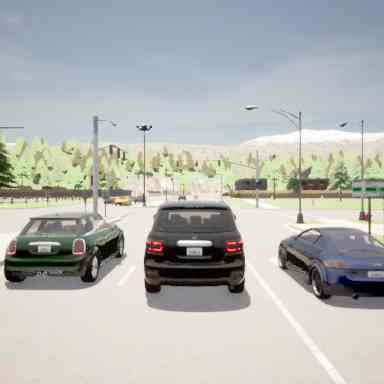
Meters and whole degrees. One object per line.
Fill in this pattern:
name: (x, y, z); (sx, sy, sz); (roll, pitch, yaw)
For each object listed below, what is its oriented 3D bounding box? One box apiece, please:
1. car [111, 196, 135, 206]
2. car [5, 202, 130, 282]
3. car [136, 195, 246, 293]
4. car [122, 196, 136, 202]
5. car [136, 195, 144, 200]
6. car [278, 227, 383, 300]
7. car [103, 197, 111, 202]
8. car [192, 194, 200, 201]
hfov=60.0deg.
car: (-11.022, 1.474, 53.282); (1.882, 1.535, 5.008); (0, 0, 1)
car: (-3.424, 1.351, 9.881); (2.097, 1.767, 4.553); (0, 0, 0)
car: (0.069, 1.221, 8.988); (2.150, 2.045, 5.566); (0, 0, 0)
car: (-14.081, 1.524, 74.791); (2.033, 1.411, 5.357); (0, 0, 1)
car: (-10.687, 1.496, 68.308); (1.837, 1.490, 4.892); (0, 0, 1)
car: (3.572, 1.563, 8.444); (1.994, 1.385, 4.181); (0, 0, 0)
car: (-14.407, 1.561, 59.131); (1.994, 1.385, 4.181); (0, 0, 1)
car: (1.060, 1.306, 83.335); (1.882, 1.535, 5.008); (0, 0, 1)
